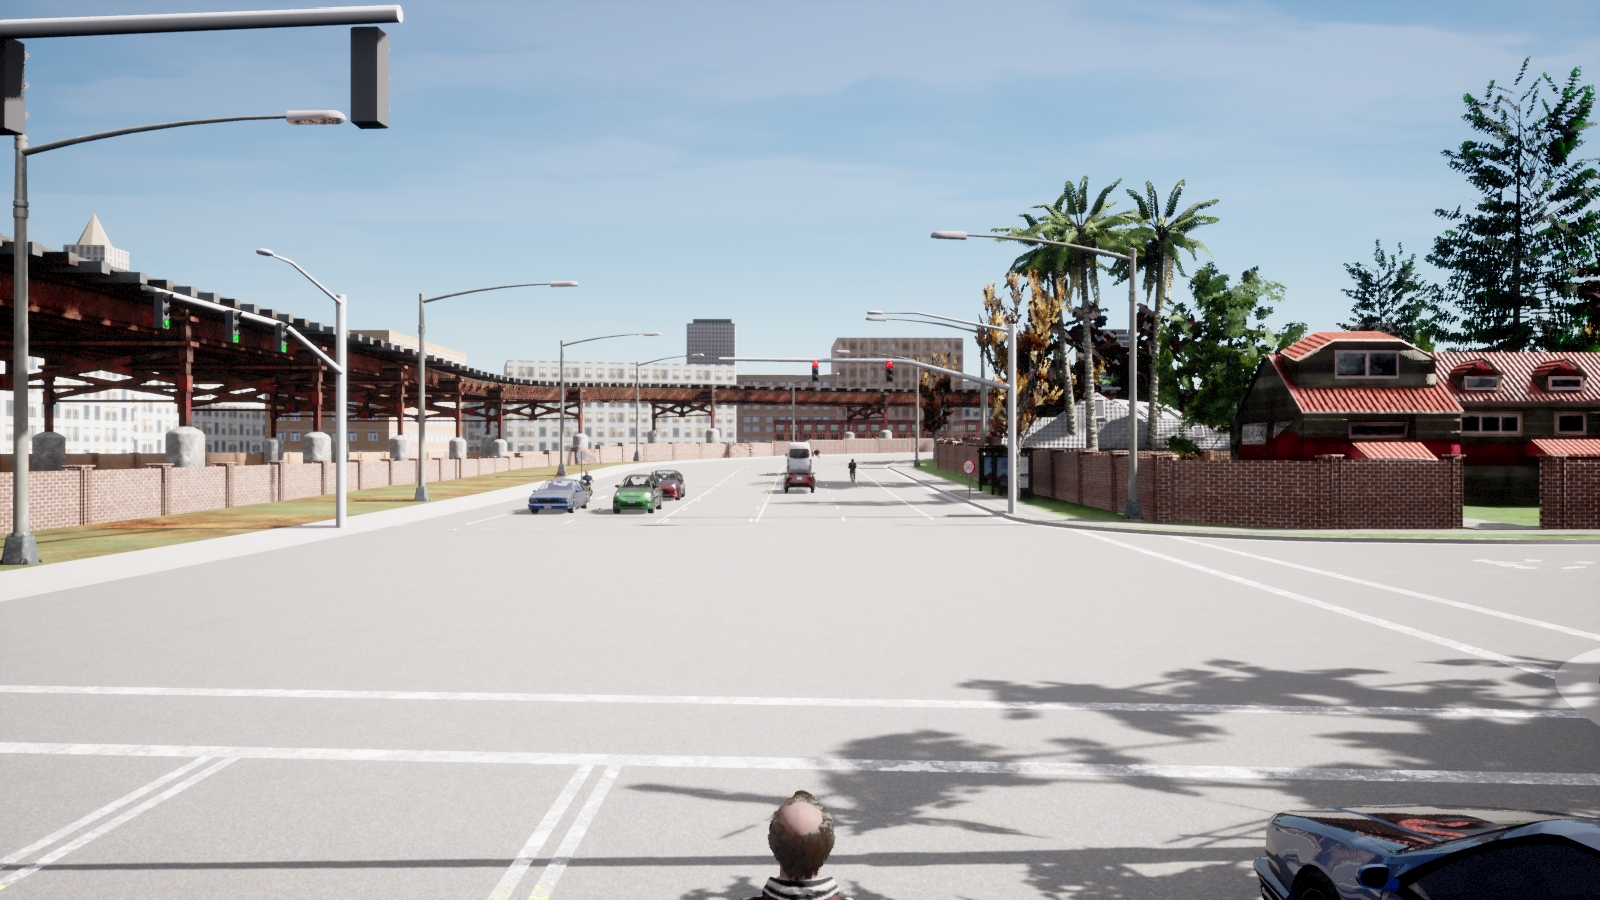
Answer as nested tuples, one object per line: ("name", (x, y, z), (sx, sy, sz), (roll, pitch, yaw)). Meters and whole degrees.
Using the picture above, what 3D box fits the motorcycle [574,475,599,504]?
("motorcycle", (-10.476, 1.934, 56.002), (0.856, 1.341, 1.805), (0, 1, 1))

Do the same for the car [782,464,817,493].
("car", (-0.041, 1.678, 67.782), (2.007, 1.525, 4.514), (0, 1, 0))

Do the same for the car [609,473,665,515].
("car", (-7.031, 1.877, 49.699), (1.851, 1.617, 3.988), (0, 1, 0))

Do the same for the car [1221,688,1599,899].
("car", (3.467, 2.106, 4.038), (2.033, 1.411, 5.357), (0, 0, 1))

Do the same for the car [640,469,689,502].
("car", (-7.040, 1.800, 59.633), (2.007, 1.525, 4.514), (0, 1, 0))

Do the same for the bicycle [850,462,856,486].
("bicycle", (3.467, 1.546, 75.324), (0.329, 1.496, 1.835), (0, 1, 0))

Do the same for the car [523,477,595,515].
("car", (-10.533, 1.979, 50.381), (2.033, 1.411, 5.357), (0, 1, 0))

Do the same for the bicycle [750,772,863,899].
("bicycle", (0.019, 2.048, 3.681), (0.329, 1.496, 1.835), (0, 0, 0))

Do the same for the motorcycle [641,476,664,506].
("motorcycle", (-7.053, 1.947, 54.746), (0.856, 1.341, 1.805), (0, 1, 0))
